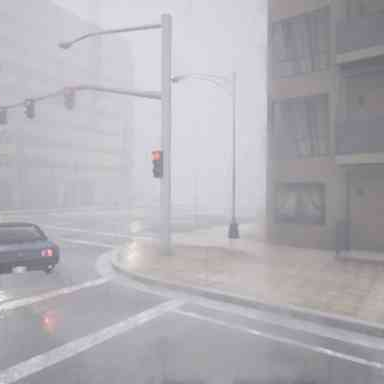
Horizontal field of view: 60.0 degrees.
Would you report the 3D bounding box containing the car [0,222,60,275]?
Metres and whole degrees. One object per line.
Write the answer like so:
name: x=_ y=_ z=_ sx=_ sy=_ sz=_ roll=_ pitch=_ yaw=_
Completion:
car: x=-5.378 y=1.539 z=9.714 sx=1.895 sy=1.301 sz=4.718 roll=0 pitch=0 yaw=-35
